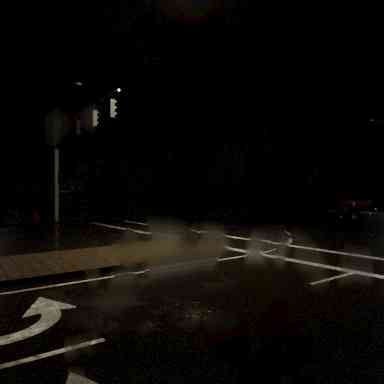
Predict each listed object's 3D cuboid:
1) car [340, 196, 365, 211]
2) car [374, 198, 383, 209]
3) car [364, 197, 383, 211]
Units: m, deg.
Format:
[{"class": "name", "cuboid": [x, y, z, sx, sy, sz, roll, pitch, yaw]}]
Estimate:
[{"class": "car", "cuboid": [20.409, 1.352, 41.405, 4.553, 1.767, 2.097, 0, 0, -36]}, {"class": "car", "cuboid": [27.424, 1.564, 46.433, 4.181, 1.385, 1.994, 0, 0, -36]}, {"class": "car", "cuboid": [22.821, 1.547, 38.873, 5.357, 1.411, 2.033, 0, 0, -35]}]
